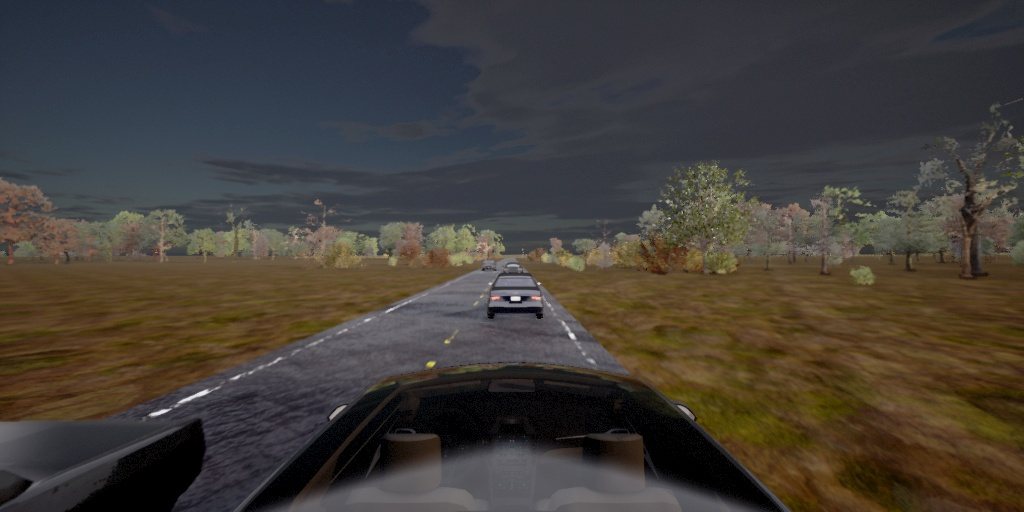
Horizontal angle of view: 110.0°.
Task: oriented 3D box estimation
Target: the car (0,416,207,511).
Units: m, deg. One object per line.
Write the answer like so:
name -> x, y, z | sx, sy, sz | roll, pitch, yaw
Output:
car -> -3.100, 1.351, 0.272 | 1.895, 1.301, 4.718 | 0, 0, 0

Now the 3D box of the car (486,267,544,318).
car -> 0.104, 1.297, 13.020 | 2.033, 1.411, 5.357 | 0, 0, 0

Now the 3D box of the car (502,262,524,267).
car -> 0.109, 1.275, 32.392 | 1.812, 1.442, 4.674 | 0, 0, 0

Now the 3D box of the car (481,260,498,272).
car -> -2.990, 1.264, 47.529 | 1.837, 1.490, 4.892 | 0, 0, 0
